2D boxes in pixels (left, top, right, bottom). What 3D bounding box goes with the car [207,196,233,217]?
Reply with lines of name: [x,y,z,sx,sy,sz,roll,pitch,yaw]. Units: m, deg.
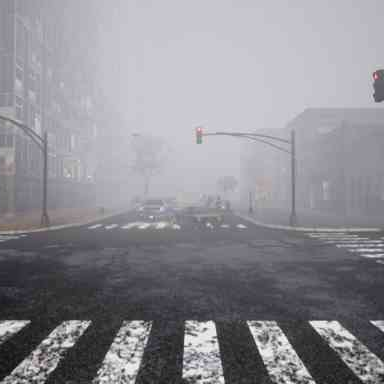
car: [2.713,1.444,31.003,1.967,1.590,4.097,1,0,0]

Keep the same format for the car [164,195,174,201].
car: [-5.654,1.557,82.033,2.008,1.369,4.403,1,0,0]

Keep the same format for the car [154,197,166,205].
car: [-5.661,1.587,59.337,1.802,1.307,4.206,1,0,0]

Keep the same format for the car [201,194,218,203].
car: [2.719,1.320,42.351,2.192,1.841,5.009,1,0,0]

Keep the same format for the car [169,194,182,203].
car: [-2.983,1.518,64.016,1.882,1.535,5.008,0,0,0]

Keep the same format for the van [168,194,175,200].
van: [-5.647,1.347,93.381,1.690,1.788,3.998,1,0,0]

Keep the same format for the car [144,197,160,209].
car: [-5.663,1.530,47.819,1.752,1.417,4.829,1,0,0]

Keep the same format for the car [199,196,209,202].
car: [2.724,1.572,76.396,1.947,1.339,4.313,1,0,0]

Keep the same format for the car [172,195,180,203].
car: [-3.080,1.531,48.877,1.812,1.442,4.674,0,0,0]

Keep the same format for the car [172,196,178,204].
car: [-3.087,1.552,38.486,2.033,1.411,5.357,0,0,1]

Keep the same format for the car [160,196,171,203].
car: [-5.658,1.572,70.685,1.947,1.339,4.313,1,0,0]

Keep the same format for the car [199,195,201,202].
car: [2.725,1.321,65.048,2.192,1.841,5.009,1,0,0]

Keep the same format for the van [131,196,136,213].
van: [-5.663,1.346,36.641,1.690,1.788,3.998,1,0,0]

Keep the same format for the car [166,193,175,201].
car: [-5.648,1.321,87.707,2.192,1.841,5.009,1,0,0]

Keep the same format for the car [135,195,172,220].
car: [-3.125,1.356,28.149,2.097,1.767,4.553,0,0,1]

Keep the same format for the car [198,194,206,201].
car: [2.729,1.446,87.743,1.967,1.590,4.097,1,0,0]

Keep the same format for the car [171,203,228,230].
car: [0.306,1.604,21.511,1.895,1.301,4.718,0,0,-18]
